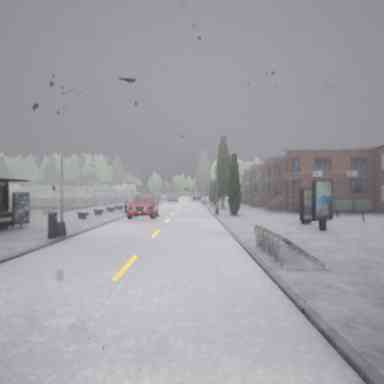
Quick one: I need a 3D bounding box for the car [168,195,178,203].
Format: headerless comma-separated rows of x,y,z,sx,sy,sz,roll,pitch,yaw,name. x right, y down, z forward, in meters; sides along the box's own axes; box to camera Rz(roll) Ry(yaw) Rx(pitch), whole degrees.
-3.995,1.413,70.700,2.097,1.767,4.553,0,0,0,car

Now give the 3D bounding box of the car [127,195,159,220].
-4.094,1.250,28.667,2.150,2.045,5.566,0,0,0,car

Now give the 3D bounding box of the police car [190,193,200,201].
1.206,1.516,90.552,1.930,1.638,5.238,0,0,0,police car
